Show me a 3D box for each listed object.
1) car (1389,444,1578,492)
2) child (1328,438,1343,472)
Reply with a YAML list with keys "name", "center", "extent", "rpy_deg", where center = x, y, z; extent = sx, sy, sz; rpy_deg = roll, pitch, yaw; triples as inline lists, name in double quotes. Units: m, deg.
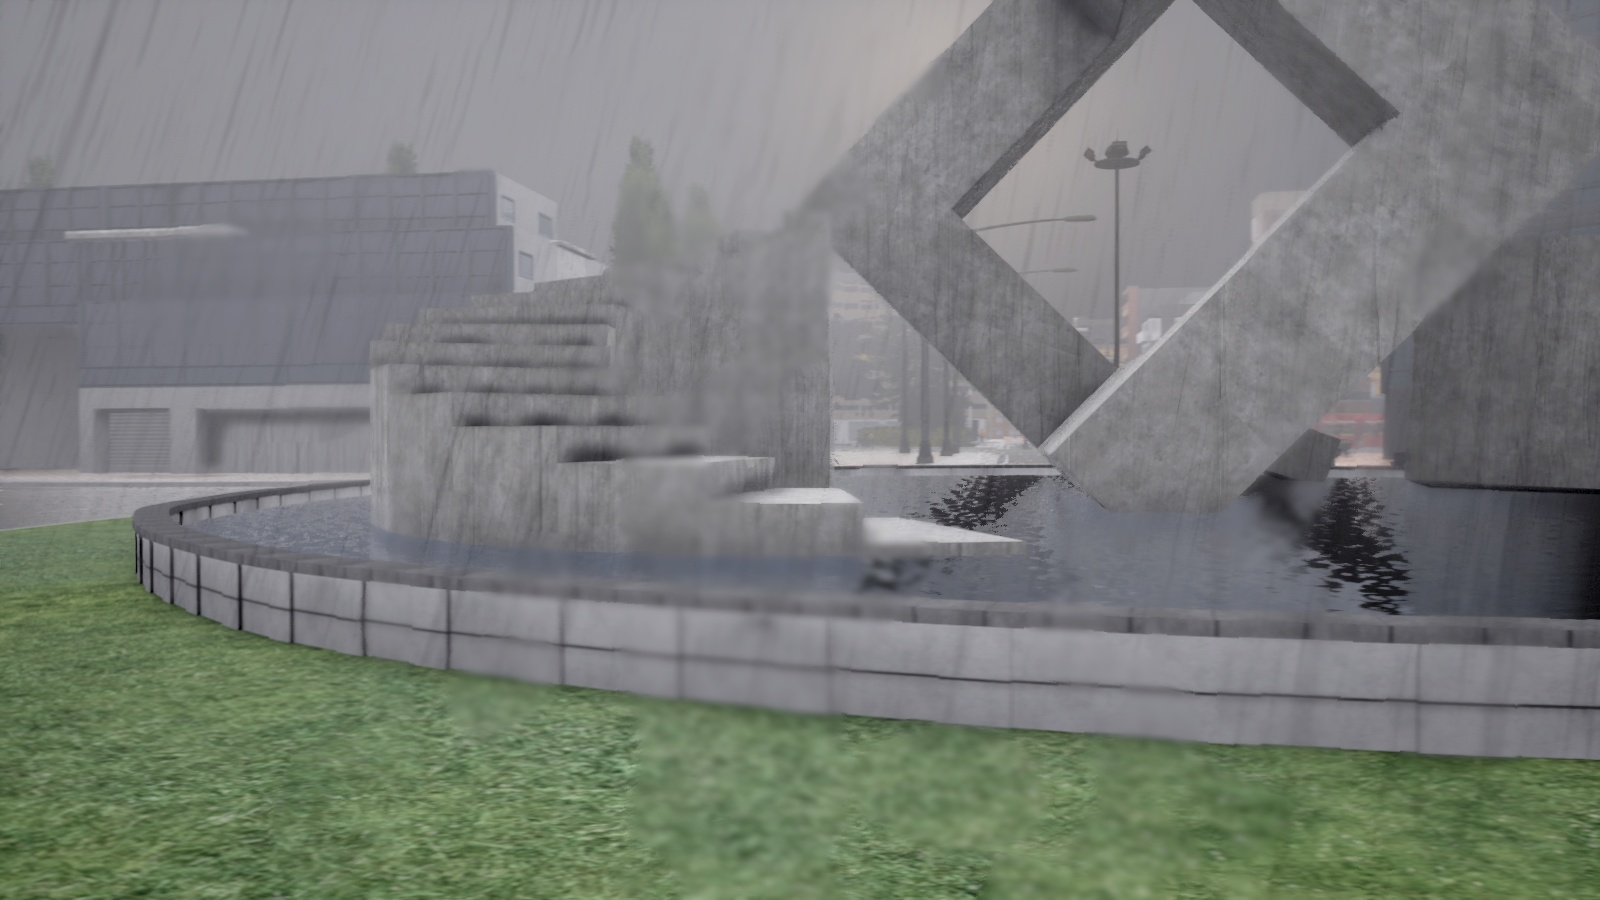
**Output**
- name: "car"
  center: [20.432, 0.489, 37.776]
  extent: [1.895, 1.301, 4.718]
  rpy_deg: [0, 1, -28]
- name: "child"
  center: [19.952, 0.186, 46.768]
  extent: [0.270, 1.263, 0.437]
  rpy_deg: [0, 1, -27]
